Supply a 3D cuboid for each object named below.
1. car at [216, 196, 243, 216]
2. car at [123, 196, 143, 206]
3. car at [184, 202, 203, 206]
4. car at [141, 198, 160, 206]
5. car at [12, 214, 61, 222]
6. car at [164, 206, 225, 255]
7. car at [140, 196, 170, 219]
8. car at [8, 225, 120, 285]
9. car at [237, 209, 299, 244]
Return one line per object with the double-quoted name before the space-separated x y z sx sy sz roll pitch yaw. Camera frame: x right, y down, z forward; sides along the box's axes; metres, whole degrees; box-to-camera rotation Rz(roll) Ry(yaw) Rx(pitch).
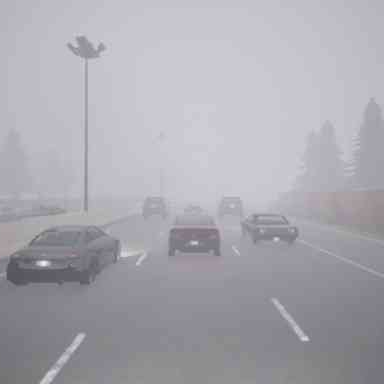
"car" 3.613 1.435 32.281 2.150 2.045 5.566 0 0 0
"car" -11.985 1.800 67.391 2.097 1.767 4.553 0 -1 18
"car" 0.155 1.752 34.216 1.812 1.442 4.674 0 0 1
"car" -8.367 1.920 67.127 1.882 1.535 5.008 0 0 18
"car" -10.588 1.647 23.628 2.128 1.511 4.902 0 0 0
"car" 0.089 1.568 13.669 1.882 1.535 5.008 0 0 0
"car" -3.378 1.434 32.163 2.150 2.045 5.566 0 0 1
"car" -3.421 1.630 9.677 1.994 1.385 4.181 0 0 0
"car" 3.593 1.709 16.320 1.895 1.301 4.718 0 0 0
